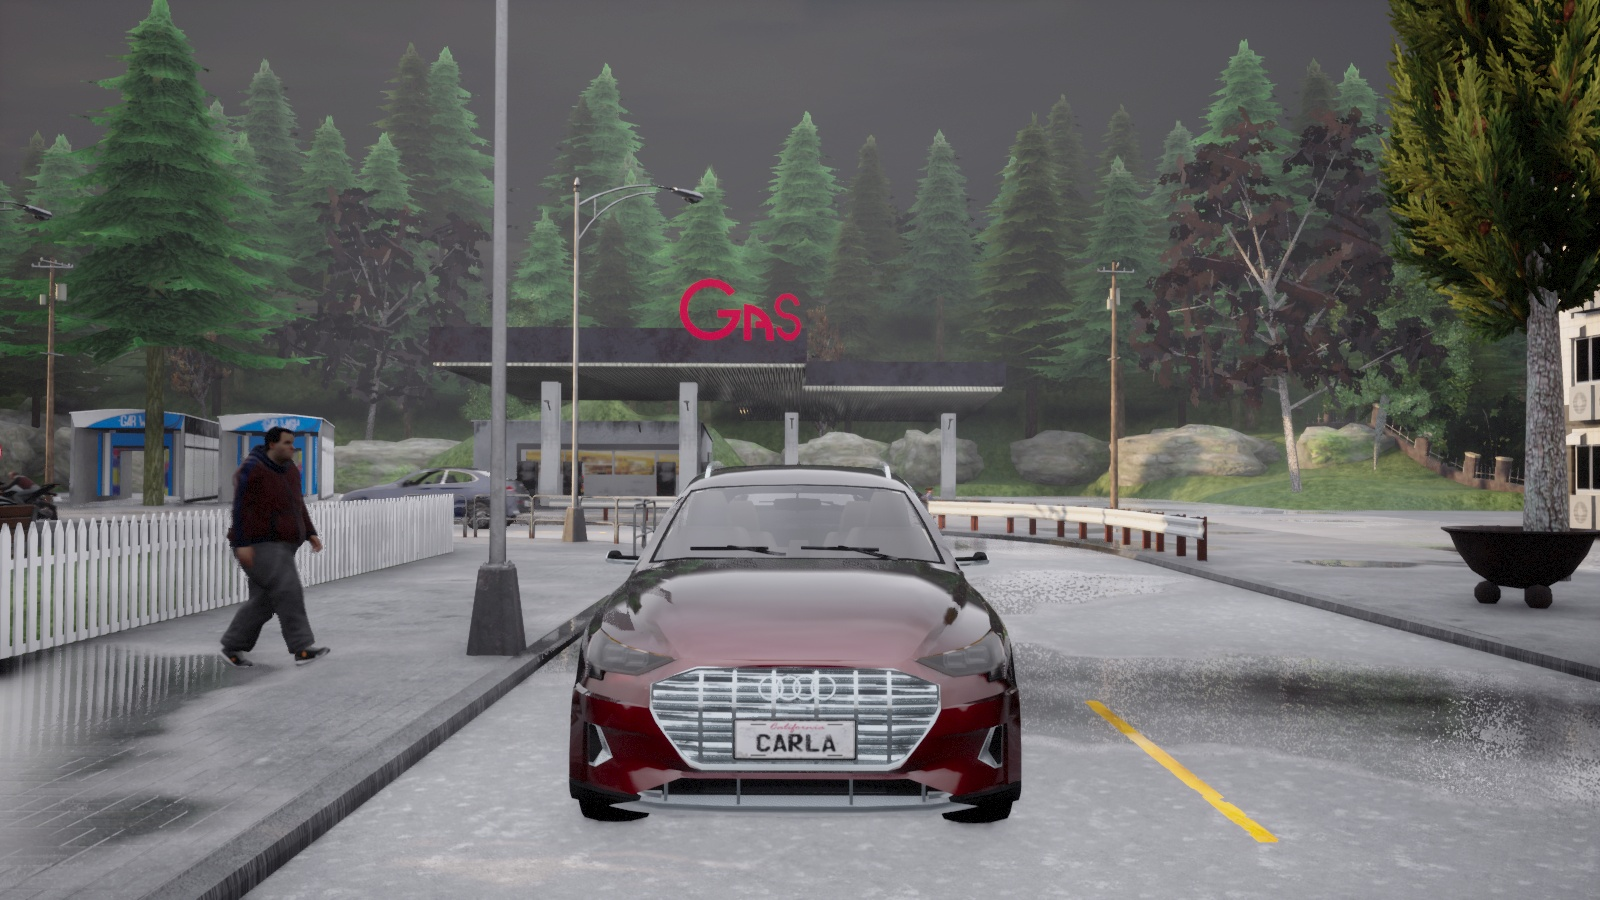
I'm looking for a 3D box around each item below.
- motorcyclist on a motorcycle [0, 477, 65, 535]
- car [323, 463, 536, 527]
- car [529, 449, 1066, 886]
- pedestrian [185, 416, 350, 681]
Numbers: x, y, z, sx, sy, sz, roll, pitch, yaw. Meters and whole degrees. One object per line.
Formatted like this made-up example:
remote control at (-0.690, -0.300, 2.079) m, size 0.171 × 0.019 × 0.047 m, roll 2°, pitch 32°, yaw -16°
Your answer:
motorcyclist on a motorcycle at (-21.031, 1.497, 33.617) m, size 2.191 × 1.530 × 0.866 m, roll 0°, pitch -1°, yaw 0°
car at (-9.857, 1.197, 33.679) m, size 5.027 × 1.651 × 2.152 m, roll 0°, pitch -1°, yaw 4°
car at (-0.007, 0.865, 7.196) m, size 2.033 × 1.649 × 4.856 m, roll 0°, pitch -1°, yaw 0°
pedestrian at (-3.869, 0.693, 9.159) m, size 0.899 × 1.844 × 0.634 m, roll 0°, pitch -1°, yaw 13°
